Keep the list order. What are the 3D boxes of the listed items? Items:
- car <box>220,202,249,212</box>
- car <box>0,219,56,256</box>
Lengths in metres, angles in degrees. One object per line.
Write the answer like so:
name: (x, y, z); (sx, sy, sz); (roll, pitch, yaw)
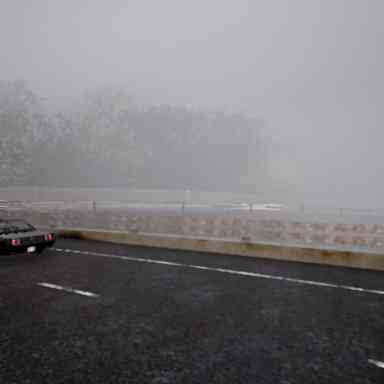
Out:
car: (6.440, 2.277, 50.496); (4.892, 1.490, 1.837); (3, -2, -31)
car: (-7.360, 1.651, 12.265); (4.718, 1.301, 1.895); (0, 0, 28)
